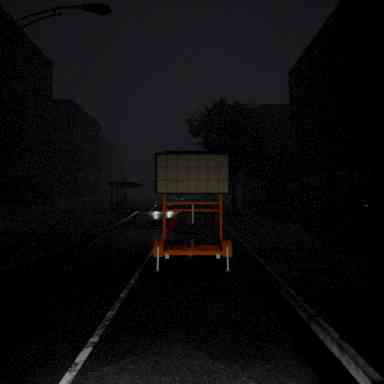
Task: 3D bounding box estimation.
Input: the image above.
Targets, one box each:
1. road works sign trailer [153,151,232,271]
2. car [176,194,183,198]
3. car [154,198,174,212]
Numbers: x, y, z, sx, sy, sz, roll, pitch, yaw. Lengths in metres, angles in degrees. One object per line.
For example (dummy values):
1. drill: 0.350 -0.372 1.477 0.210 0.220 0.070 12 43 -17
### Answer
1. road works sign trailer: 0.024 0.470 10.858 2.380 3.560 2.880 0 0 0
2. car: -3.342 0.829 87.943 1.882 1.535 5.008 0 0 0
3. car: -3.195 1.415 37.765 1.812 1.442 4.674 0 1 0
